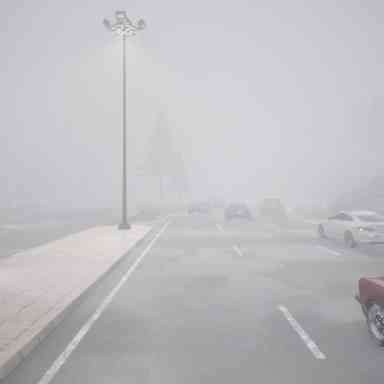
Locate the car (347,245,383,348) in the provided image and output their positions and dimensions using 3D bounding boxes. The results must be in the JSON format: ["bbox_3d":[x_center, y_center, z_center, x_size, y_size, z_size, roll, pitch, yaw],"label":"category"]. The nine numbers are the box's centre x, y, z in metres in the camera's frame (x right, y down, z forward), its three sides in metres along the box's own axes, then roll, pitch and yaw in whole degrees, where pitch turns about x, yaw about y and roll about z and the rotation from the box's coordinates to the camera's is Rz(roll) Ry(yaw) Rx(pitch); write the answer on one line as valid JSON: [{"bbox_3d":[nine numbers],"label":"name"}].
[{"bbox_3d":[3.602,1.600,3.334,1.895,1.301,4.718,0,0,0],"label":"car"}]

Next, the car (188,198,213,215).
[{"bbox_3d":[0.791,1.595,33.926,1.895,1.301,4.718,0,0,8],"label":"car"}]

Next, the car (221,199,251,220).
[{"bbox_3d":[3.784,1.559,27.964,1.994,1.385,4.181,0,0,2],"label":"car"}]

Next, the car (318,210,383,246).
[{"bbox_3d":[7.099,1.523,14.457,1.812,1.442,4.674,0,0,0],"label":"car"}]

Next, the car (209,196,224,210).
[{"bbox_3d":[3.169,1.344,43.939,2.097,1.767,4.553,0,0,15],"label":"car"}]

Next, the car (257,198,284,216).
[{"bbox_3d":[7.604,1.348,32.526,2.097,1.767,4.553,0,0,6],"label":"car"}]
